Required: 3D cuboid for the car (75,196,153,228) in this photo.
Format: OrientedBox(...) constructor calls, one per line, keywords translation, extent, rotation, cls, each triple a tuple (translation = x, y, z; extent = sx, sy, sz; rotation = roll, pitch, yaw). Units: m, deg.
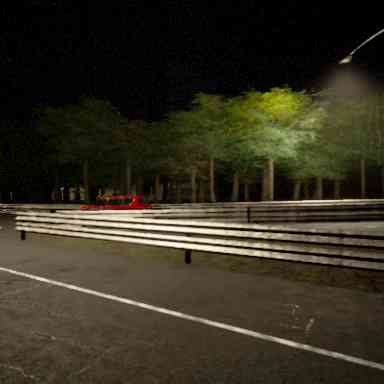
OrientedBox(translation=(-5.402, 1.288, 22.551), extent=(5.566, 2.045, 2.150), rotation=(-1, 0, 14), cls="car")
